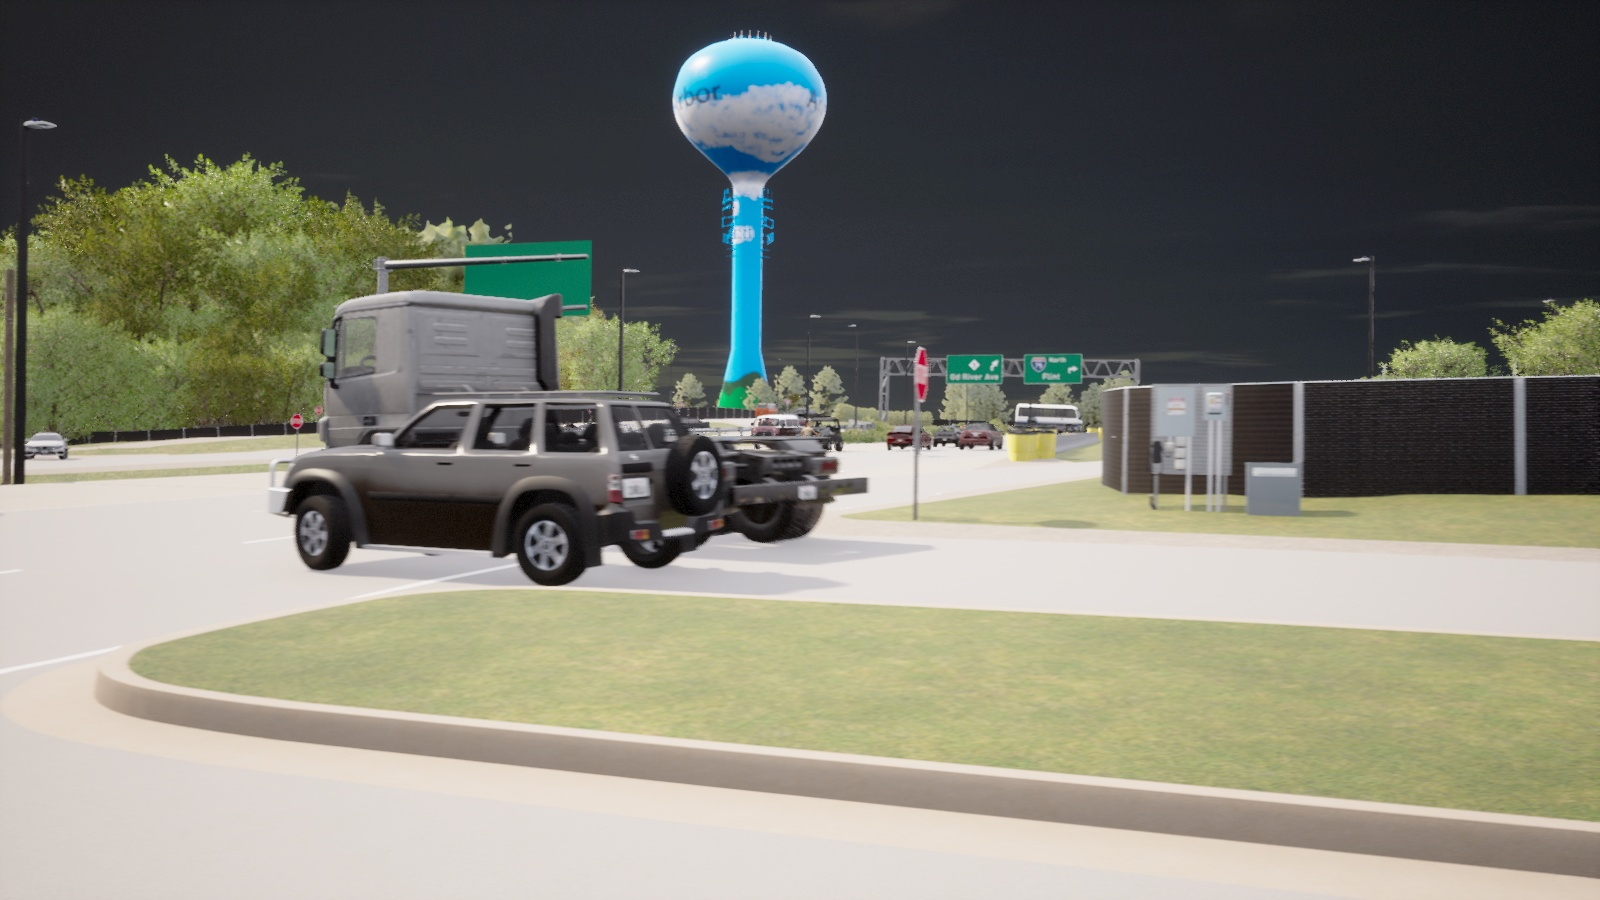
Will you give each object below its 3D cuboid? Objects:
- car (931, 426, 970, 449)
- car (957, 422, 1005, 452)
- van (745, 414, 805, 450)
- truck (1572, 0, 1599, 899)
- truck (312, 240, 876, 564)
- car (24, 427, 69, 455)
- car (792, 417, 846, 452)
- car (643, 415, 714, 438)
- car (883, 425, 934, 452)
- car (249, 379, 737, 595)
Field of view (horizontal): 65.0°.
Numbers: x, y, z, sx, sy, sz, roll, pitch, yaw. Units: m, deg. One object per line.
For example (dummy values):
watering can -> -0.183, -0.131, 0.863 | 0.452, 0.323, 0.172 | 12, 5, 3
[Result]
car -> 10.278, -0.861, 85.766 | 1.816, 1.474, 4.193 | 1, 1, 18
car -> 11.209, -0.821, 77.461 | 2.097, 1.767, 4.553 | 1, 1, 18
van -> -1.384, -1.052, 72.841 | 2.069, 2.038, 4.480 | 1, 1, 18
truck -> 5.730, -0.117, 1.260 | 7.936, 3.462, 2.891 | 1, 1, 19
truck -> -3.074, -0.599, 16.994 | 7.936, 3.462, 2.891 | 1, 2, 38
car -> -41.264, -0.535, 68.851 | 1.812, 1.442, 4.674 | -1, 1, -28
car -> 1.075, -0.860, 69.149 | 1.905, 1.878, 3.866 | 1, 1, 18
car -> -8.810, -1.733, 91.643 | 5.008, 1.535, 1.882 | -3, 3, -43
car -> 6.488, -0.706, 74.357 | 1.882, 1.535, 5.008 | 1, 1, 18
car -> -3.133, 0.263, 12.672 | 4.605, 1.855, 1.932 | 1, 1, 26
